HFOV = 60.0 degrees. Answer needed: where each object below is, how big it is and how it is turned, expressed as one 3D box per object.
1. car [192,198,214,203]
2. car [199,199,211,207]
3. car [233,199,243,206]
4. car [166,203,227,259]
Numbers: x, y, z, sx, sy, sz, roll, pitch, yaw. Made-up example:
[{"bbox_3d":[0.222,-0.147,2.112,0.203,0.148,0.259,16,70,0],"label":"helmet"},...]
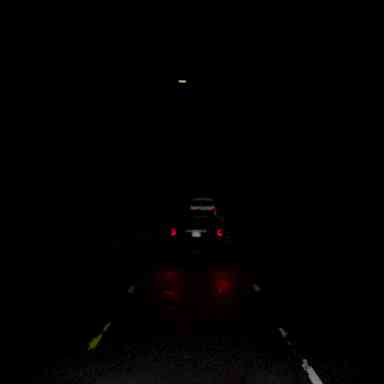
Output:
[{"bbox_3d":[0.956,1.499,27.422,2.150,2.045,5.566,0,0,4],"label":"car"},{"bbox_3d":[2.624,2.214,66.446,1.882,1.535,5.008,0,-1,9],"label":"car"},{"bbox_3d":[9.998,2.250,72.153,1.970,1.475,3.806,0,-1,11],"label":"car"},{"bbox_3d":[0.240,1.481,13.339,2.097,1.767,4.553,0,-1,3],"label":"car"}]
